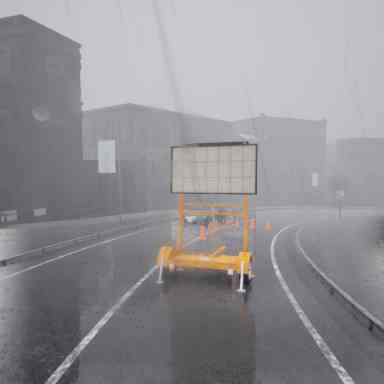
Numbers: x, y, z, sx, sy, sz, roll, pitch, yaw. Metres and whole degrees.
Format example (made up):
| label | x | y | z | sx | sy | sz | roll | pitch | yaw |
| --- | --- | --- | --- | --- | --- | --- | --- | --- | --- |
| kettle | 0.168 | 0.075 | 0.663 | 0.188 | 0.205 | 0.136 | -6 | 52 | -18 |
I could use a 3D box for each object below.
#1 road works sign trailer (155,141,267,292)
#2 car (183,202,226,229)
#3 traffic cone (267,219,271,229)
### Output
| label | x | y | z | sx | sy | sz | roll | pitch | yaw |
| --- | --- | --- | --- | --- | --- | --- | --- | --- | --- |
| road works sign trailer | 0.610 | 0.457 | 9.139 | 2.380 | 3.560 | 2.880 | 1 | 0 | 18 |
| car | 0.825 | 1.426 | 21.558 | 2.128 | 1.511 | 4.902 | 2 | 1 | 23 |
| traffic cone | 4.840 | 2.015 | 21.031 | 0.340 | 0.580 | 0.340 | 2 | 0 | 14 |
